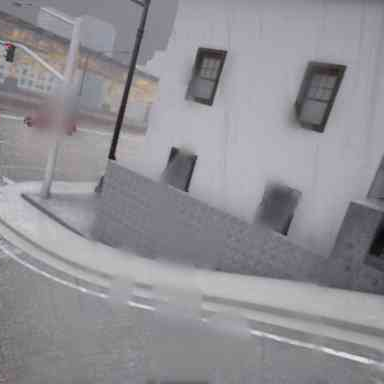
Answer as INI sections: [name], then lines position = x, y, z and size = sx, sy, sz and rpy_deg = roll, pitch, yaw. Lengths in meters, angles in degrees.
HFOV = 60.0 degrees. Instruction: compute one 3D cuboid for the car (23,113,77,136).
[car]
position = -15.438, -7.626, 36.682
size = 2.150, 2.045, 5.566
rpy_deg = 24, 14, 34
